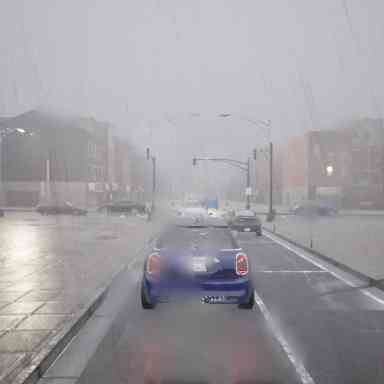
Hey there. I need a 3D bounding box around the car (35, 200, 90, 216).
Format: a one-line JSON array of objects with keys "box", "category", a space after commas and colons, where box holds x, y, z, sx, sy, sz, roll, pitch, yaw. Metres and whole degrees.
[{"box": [-11.688, 1.458, 30.150, 4.674, 1.442, 1.812, 1, 1, 2], "category": "car"}]

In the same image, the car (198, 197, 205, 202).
[{"box": [2.715, 2.138, 92.651, 1.802, 1.307, 4.206, -2, -1, 0], "category": "car"}]

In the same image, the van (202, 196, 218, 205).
[{"box": [2.665, 1.474, 45.042, 1.690, 1.788, 3.998, -1, 0, 0], "category": "van"}]

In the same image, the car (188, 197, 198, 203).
[{"box": [0.165, 1.889, 66.499, 1.895, 1.301, 4.718, 0, -1, 0], "category": "car"}]

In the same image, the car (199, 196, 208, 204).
[{"box": [2.696, 1.824, 76.783, 1.967, 1.590, 4.097, -1, -1, 0], "category": "car"}]

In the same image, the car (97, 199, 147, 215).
[{"box": [-6.963, 1.463, 33.084, 4.892, 1.490, 1.837, 1, 1, 0], "category": "car"}]

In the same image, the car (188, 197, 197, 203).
[{"box": [0.089, 2.003, 85.890, 2.128, 1.511, 4.902, 0, -1, 0], "category": "car"}]

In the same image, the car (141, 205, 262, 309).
[{"box": [0.106, 1.355, 8.011, 2.097, 1.767, 4.553, 0, 0, 0], "category": "car"}]

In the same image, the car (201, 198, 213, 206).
[{"box": [2.684, 1.793, 60.911, 2.008, 1.369, 4.403, -1, -1, 0], "category": "car"}]

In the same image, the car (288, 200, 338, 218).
[{"box": [11.949, 1.560, 33.026, 4.553, 1.767, 2.097, 1, 1, 0], "category": "car"}]

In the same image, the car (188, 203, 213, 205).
[{"box": [0.147, 1.546, 17.831, 1.812, 1.442, 4.674, 0, 0, 1], "category": "car"}]

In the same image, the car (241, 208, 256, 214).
[{"box": [2.644, 1.572, 18.083, 2.008, 1.369, 4.403, -1, 0, 0], "category": "car"}]

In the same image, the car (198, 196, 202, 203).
[{"box": [2.674, 1.516, 55.624, 2.192, 1.841, 5.009, -1, 0, 0], "category": "car"}]

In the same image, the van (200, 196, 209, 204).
[{"box": [2.689, 1.674, 71.494, 1.690, 1.788, 3.998, -1, -1, 0], "category": "van"}]

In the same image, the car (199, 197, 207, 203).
[{"box": [2.704, 1.982, 82.072, 1.887, 1.381, 4.507, -1, -1, 0], "category": "car"}]
